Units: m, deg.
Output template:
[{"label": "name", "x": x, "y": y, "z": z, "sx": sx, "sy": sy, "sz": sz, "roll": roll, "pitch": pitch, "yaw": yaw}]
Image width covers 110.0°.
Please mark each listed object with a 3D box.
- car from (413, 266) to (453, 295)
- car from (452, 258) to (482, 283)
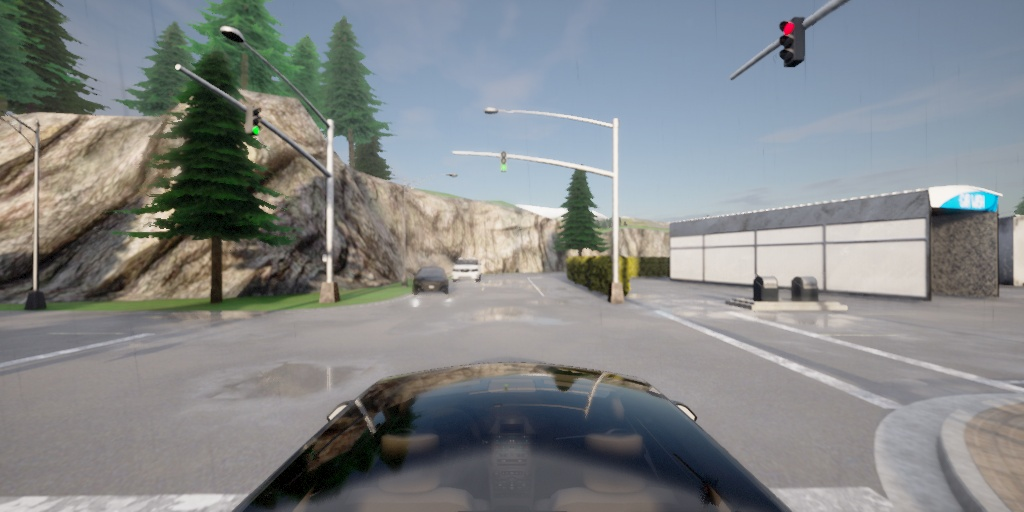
[{"label": "car", "x": -4.690, "y": 1.343, "z": 20.931, "sx": 1.882, "sy": 1.535, "sz": 5.008, "roll": 0, "pitch": 0, "yaw": -13}, {"label": "car", "x": -3.769, "y": 1.146, "z": 30.523, "sx": 2.150, "sy": 2.045, "sz": 5.566, "roll": 0, "pitch": -1, "yaw": -2}]
